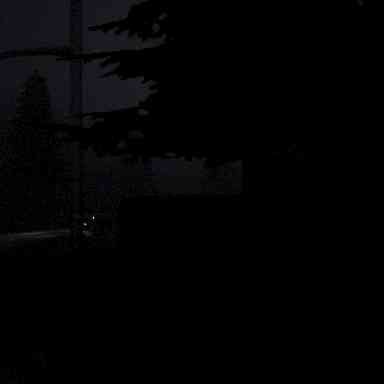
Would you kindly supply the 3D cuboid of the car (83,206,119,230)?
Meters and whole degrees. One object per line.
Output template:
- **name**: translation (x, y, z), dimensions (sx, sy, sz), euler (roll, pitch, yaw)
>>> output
- **car**: translation (-5.019, 1.586, 21.412), dimensions (1.895, 1.301, 4.718), euler (0, 0, 36)
